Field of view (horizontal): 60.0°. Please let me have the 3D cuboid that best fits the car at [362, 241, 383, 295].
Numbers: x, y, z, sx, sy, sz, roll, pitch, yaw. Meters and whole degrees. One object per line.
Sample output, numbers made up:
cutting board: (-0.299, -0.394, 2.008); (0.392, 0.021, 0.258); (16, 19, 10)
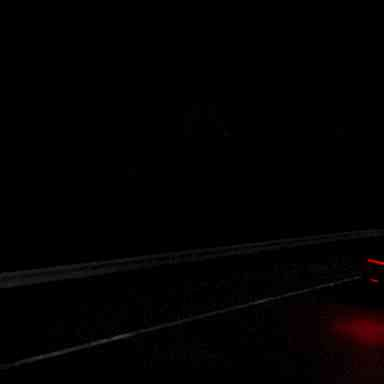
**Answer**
car: (5.840, 1.565, 7.570); (4.892, 1.490, 1.837); (0, 0, -34)
